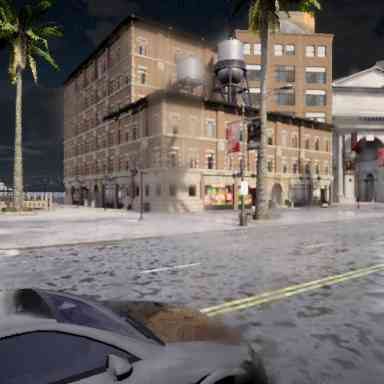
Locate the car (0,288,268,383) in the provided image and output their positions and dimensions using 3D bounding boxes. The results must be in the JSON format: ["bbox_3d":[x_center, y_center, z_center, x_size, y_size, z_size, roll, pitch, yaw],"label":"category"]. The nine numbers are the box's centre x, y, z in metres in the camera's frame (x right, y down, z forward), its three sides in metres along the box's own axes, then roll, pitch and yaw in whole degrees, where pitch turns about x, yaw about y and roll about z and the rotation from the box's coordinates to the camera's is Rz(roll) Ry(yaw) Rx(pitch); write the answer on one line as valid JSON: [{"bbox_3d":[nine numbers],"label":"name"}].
[{"bbox_3d":[-1.323,1.563,2.719,4.181,1.385,1.994,0,0,-36],"label":"car"}]
